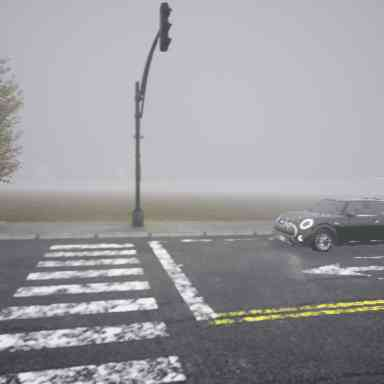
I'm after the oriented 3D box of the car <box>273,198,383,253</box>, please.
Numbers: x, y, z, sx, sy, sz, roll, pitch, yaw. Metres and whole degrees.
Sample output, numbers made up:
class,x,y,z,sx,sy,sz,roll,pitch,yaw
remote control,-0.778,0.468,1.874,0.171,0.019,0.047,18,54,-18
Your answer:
class,x,y,z,sx,sy,sz,roll,pitch,yaw
car,5.199,0.989,11.663,4.553,1.767,2.097,1,2,-15
